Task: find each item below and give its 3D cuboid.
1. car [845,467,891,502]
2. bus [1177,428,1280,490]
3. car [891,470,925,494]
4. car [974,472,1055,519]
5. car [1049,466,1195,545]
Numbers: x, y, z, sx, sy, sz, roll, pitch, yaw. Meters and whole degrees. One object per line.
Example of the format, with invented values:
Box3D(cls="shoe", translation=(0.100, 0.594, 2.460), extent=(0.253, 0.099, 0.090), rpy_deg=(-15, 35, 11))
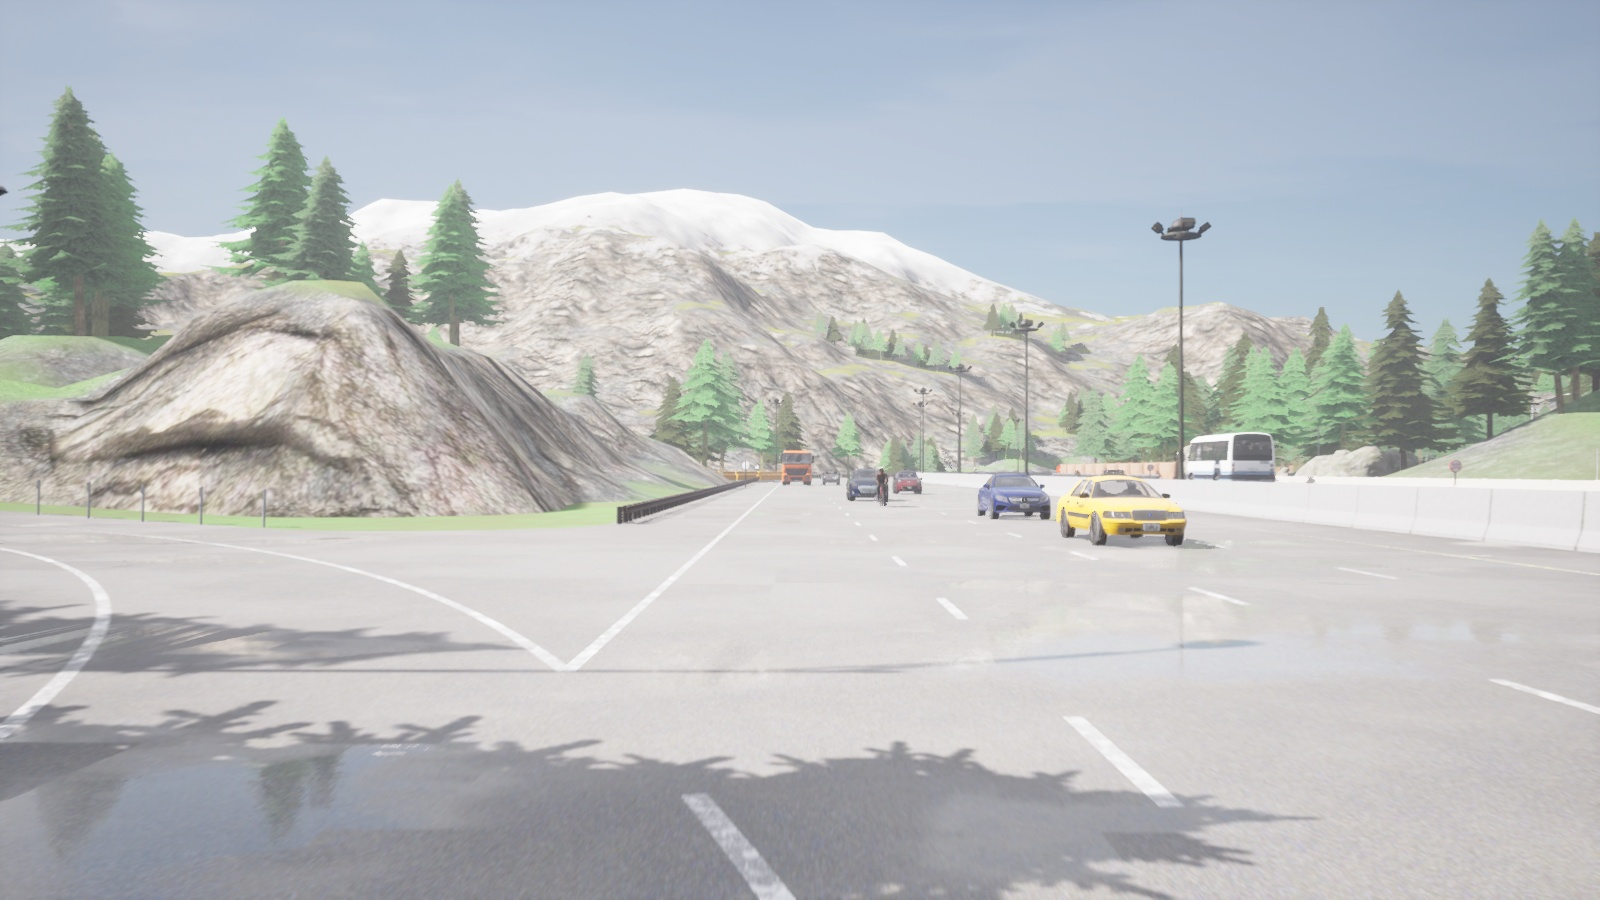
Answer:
Box3D(cls="car", translation=(3.355, 1.684, 62.717), extent=(2.033, 1.649, 4.856), rpy_deg=(0, -1, 0))
Box3D(cls="bus", translation=(31.273, 0.716, 92.271), extent=(3.944, 4.253, 10.273), rpy_deg=(0, -1, 0))
Box3D(cls="car", translation=(6.811, 2.010, 79.499), extent=(1.845, 1.501, 3.633), rpy_deg=(0, -1, 0))
Box3D(cls="car", translation=(6.902, 1.433, 40.907), extent=(1.812, 1.442, 4.674), rpy_deg=(0, -1, 0))
Box3D(cls="car", translation=(6.933, 1.144, 27.635), extent=(1.801, 1.575, 5.366), rpy_deg=(0, -1, 0))
